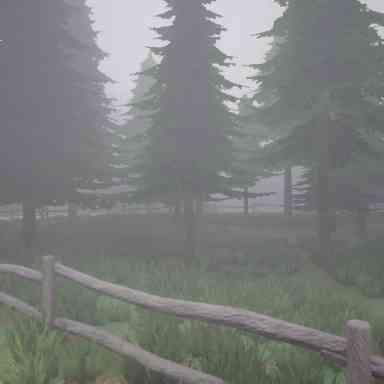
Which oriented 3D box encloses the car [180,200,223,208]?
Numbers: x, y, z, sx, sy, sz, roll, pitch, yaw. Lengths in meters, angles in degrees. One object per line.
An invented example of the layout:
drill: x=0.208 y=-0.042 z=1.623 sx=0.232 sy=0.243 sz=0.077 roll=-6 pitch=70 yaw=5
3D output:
car: x=0.997 y=1.532 z=33.906 sx=4.892 sy=1.490 sz=1.837 roll=0 pitch=-1 yaw=-13
